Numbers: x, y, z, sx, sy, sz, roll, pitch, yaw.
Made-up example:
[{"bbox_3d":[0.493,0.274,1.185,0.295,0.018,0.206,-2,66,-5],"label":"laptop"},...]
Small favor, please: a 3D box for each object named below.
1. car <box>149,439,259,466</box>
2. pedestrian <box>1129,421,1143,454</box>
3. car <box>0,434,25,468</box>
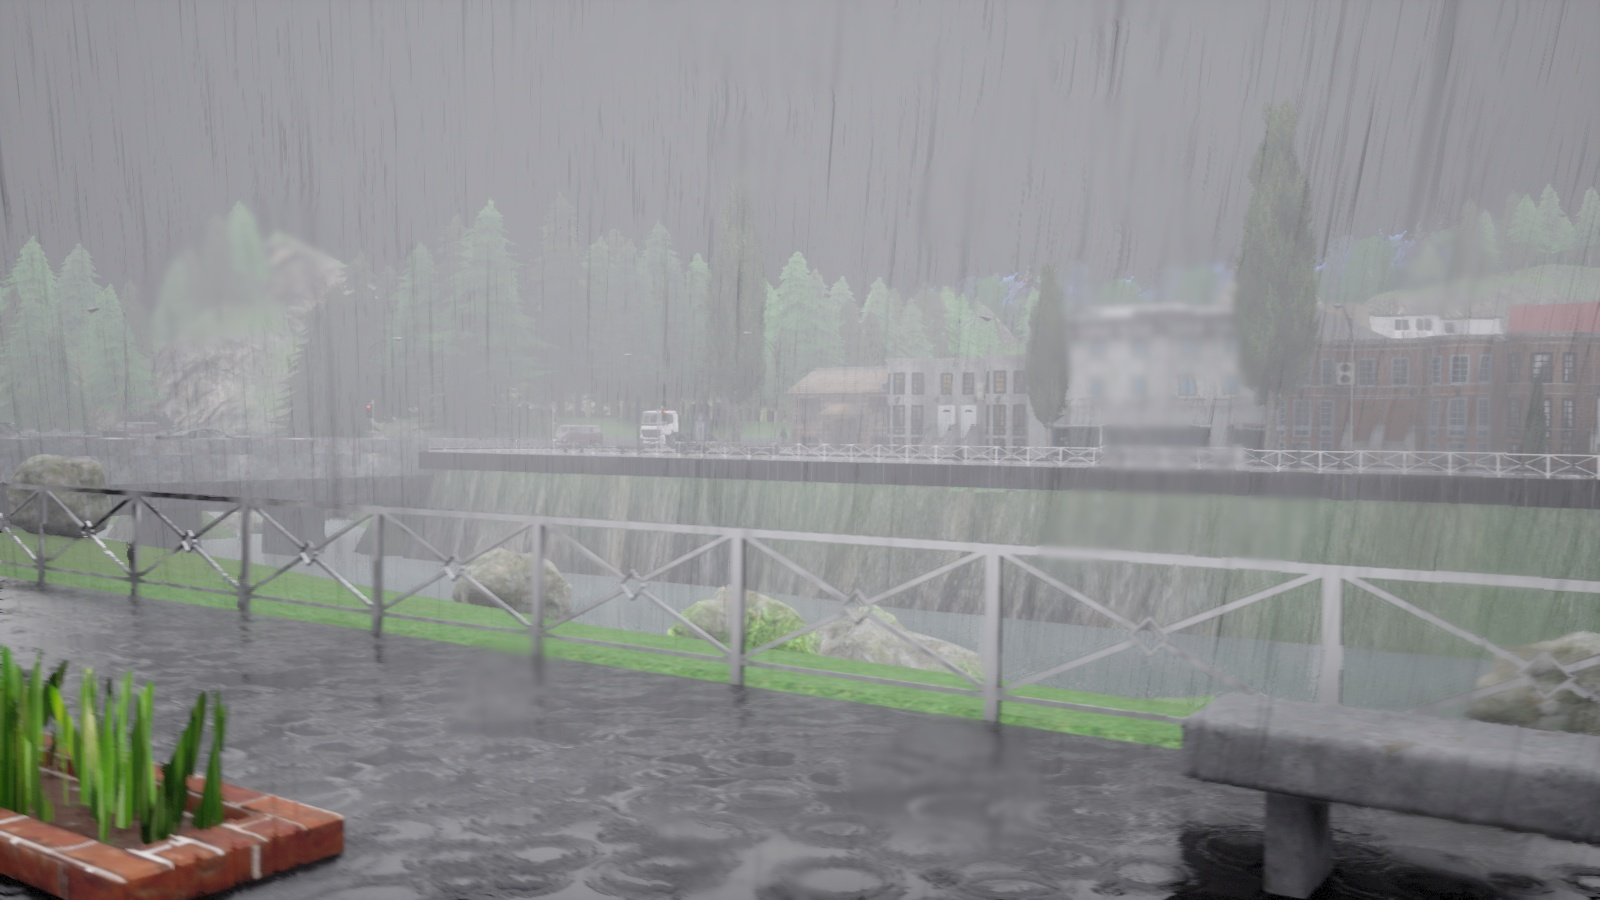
[{"bbox_3d":[-33.993,0.108,71.759,2.033,1.411,5.357,0,1,34],"label":"car"},{"bbox_3d":[19.387,-0.726,72.454,0.666,1.930,0.402,0,1,35],"label":"pedestrian"},{"bbox_3d":[-43.182,0.092,65.160,2.097,1.767,4.553,0,1,34],"label":"car"}]
